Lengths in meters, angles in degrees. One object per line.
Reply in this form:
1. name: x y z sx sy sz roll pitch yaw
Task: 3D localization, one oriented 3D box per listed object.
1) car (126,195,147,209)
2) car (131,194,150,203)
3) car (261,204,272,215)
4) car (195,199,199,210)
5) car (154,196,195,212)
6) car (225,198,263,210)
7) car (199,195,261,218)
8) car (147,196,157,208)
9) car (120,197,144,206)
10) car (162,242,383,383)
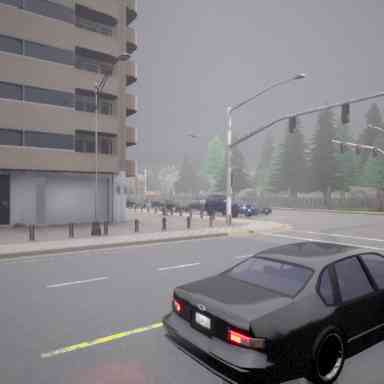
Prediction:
1. car: -8.218 1.560 47.820 1.837 1.490 4.892 0 0 -36
2. car: -10.951 1.408 69.866 2.097 1.767 4.553 0 0 -36
3. car: 6.075 1.619 33.947 1.994 1.385 4.181 0 0 -36
4. car: 1.044 1.581 40.950 1.812 1.442 4.674 0 0 -36
5. car: -2.140 1.560 39.366 1.837 1.490 4.892 0 0 -36
6. car: 6.950 1.603 45.039 2.033 1.411 5.357 0 0 -36
7. car: 3.453 1.277 31.597 2.150 2.045 5.566 0 0 -36
8. car: -4.197 1.407 48.225 2.097 1.767 4.553 0 0 -36
9. car: -10.372 1.603 56.868 2.033 1.411 5.357 0 0 -35
10. car: 2.180 1.547 5.334 5.357 1.411 2.033 0 0 -35
